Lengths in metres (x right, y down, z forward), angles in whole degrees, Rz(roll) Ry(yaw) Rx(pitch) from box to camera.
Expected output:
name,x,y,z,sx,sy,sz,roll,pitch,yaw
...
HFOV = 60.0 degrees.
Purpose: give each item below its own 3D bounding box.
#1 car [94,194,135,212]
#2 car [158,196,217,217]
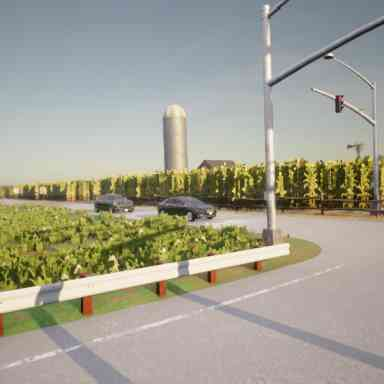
name,x,y,z,sx,sy,sz,roll,pitch,yaw
car,-7.072,0.967,30.048,2.097,1.767,4.553,-3,2,-40
car,-0.432,1.080,22.233,1.837,1.490,4.892,-3,2,-40
